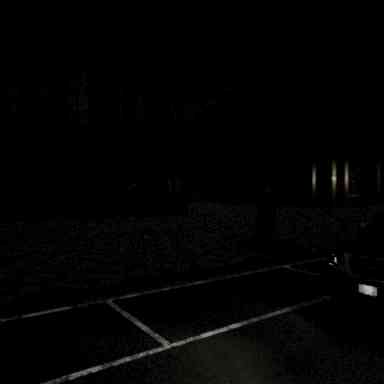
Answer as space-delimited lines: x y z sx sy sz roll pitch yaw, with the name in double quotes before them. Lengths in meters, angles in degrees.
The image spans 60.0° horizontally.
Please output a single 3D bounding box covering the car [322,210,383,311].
"car" 5.112 1.244 6.996 5.566 2.045 2.150 0 0 -35
